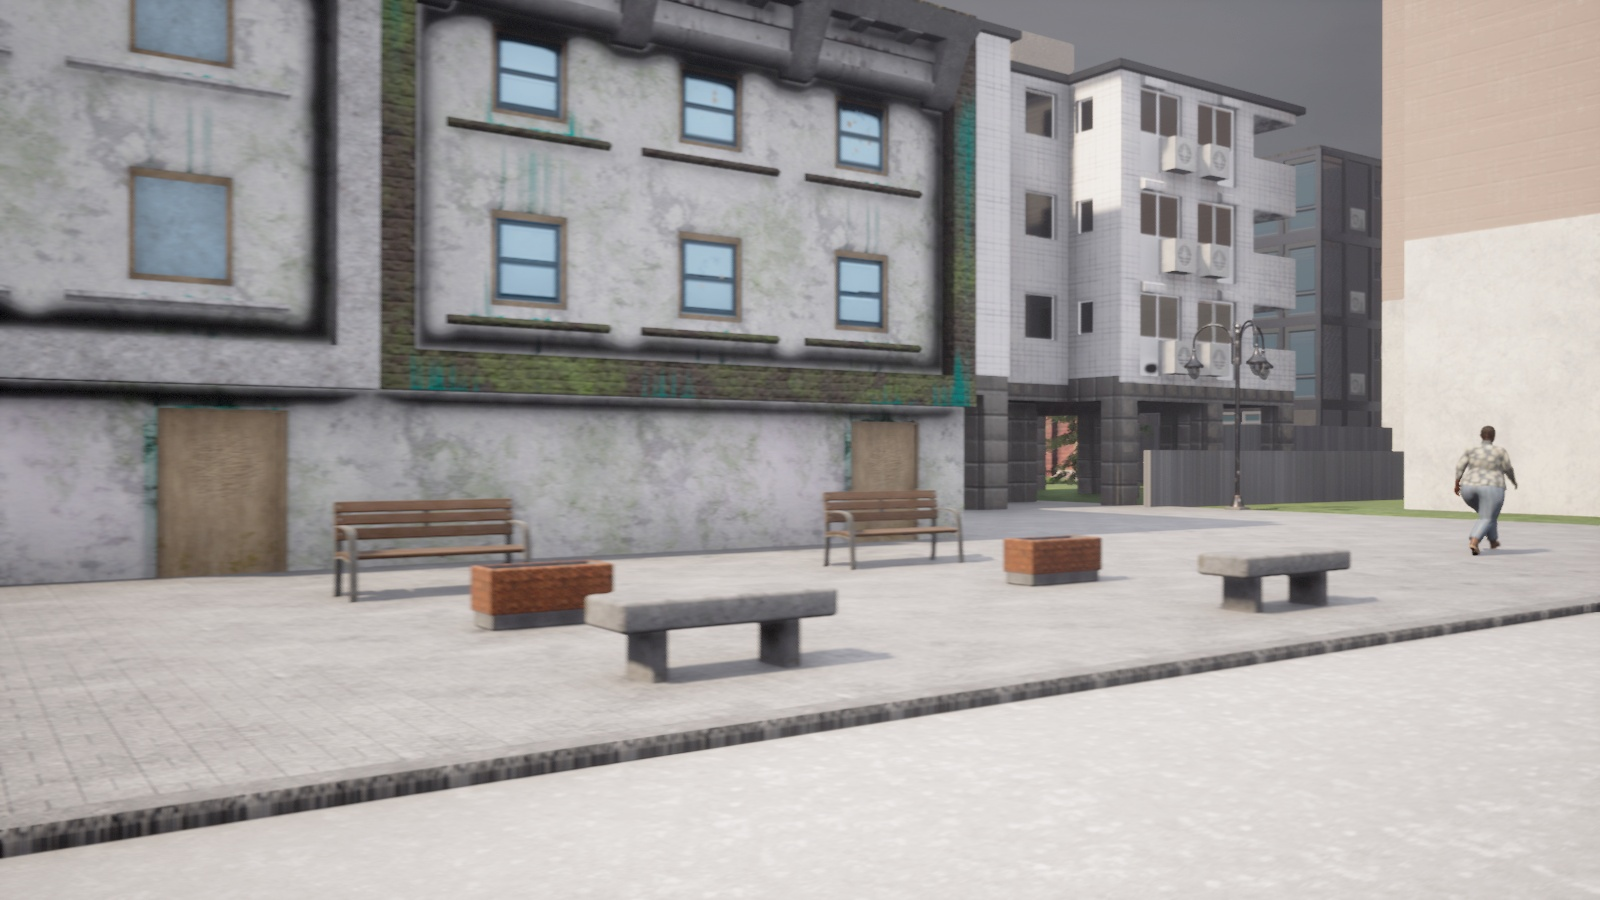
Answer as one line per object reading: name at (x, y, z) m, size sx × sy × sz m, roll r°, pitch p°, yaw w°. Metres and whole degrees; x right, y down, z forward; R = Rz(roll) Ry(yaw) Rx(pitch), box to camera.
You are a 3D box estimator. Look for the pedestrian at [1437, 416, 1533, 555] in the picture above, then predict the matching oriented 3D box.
pedestrian at (9.510, 0.477, 17.436) m, size 0.900 × 1.855 × 0.874 m, roll 0°, pitch 0°, yaw -37°
